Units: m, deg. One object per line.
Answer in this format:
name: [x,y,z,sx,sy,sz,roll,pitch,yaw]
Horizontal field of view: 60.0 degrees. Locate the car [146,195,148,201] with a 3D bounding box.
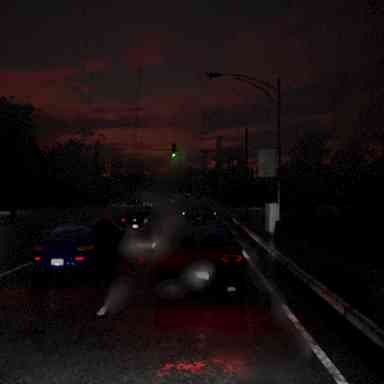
car: [-9.085,1.350,68.693,2.128,1.511,4.902,0,0,1]

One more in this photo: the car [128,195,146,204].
car: [-9.457,1.373,55.752,1.882,1.535,5.008,0,0,1]

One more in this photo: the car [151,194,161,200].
car: [-8.792,1.202,81.933,1.837,1.490,4.892,0,1,1]

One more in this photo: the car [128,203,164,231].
car: [-3.033,1.587,20.542,1.895,1.301,4.718,0,0,2]

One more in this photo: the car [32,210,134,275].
car: [-3.246,1.529,10.416,1.812,1.442,4.674,0,0,1]

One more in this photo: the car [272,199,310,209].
car: [12.946,1.527,43.910,4.718,1.301,1.895,0,0,-1]

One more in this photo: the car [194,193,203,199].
car: [1.811,1.149,87.057,2.033,1.411,5.357,0,1,1]

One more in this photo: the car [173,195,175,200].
car: [-5.293,1.255,81.860,1.994,1.385,4.181,0,1,1]

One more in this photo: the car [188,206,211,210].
car: [0.424,1.536,19.273,2.033,1.411,5.357,0,0,1]

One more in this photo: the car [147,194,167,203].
car: [-5.923,1.456,57.087,1.994,1.385,4.181,0,0,1]

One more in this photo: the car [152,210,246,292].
car: [0.231,1.483,8.977,1.882,1.535,5.008,0,0,1]

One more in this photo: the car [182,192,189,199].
car: [-1.690,1.125,87.121,1.812,1.442,4.674,0,1,1]

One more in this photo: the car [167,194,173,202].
car: [-5.572,1.370,69.241,1.812,1.442,4.674,0,0,1]
